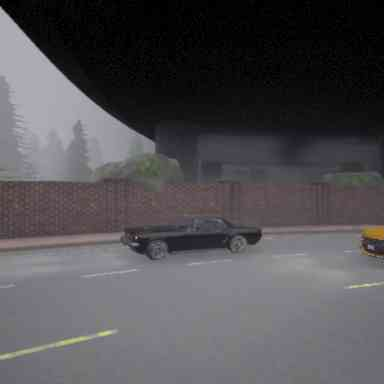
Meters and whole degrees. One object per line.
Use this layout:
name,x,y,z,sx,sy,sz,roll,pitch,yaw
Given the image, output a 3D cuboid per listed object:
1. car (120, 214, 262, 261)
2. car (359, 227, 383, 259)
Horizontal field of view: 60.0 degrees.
car,-0.014,1.461,11.561,4.718,1.301,1.895,0,1,-24
car,7.851,1.415,10.635,5.008,1.535,1.882,0,0,-13
